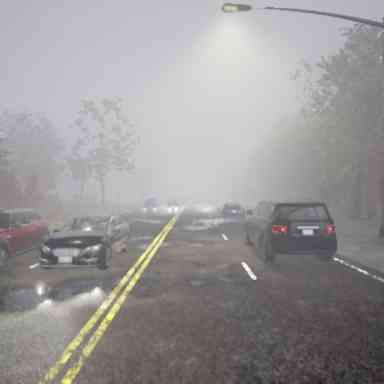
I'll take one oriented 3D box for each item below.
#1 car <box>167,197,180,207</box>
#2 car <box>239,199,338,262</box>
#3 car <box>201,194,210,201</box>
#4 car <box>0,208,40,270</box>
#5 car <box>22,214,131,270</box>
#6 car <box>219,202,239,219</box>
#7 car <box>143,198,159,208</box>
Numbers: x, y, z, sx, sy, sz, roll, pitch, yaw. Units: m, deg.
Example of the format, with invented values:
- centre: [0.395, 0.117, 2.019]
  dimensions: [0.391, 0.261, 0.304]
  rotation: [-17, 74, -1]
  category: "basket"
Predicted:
- centre: [-2.976, 1.645, 53.829]
  dimensions: [2.128, 1.511, 4.902]
  rotation: [0, 0, 1]
  category: "car"
- centre: [3.392, 1.255, 12.464]
  dimensions: [2.150, 2.045, 5.566]
  rotation: [-1, 0, 0]
  category: "car"
- centre: [4.240, 1.670, 95.286]
  dimensions: [2.033, 1.649, 4.856]
  rotation: [1, -1, 1]
  category: "car"
- centre: [-6.575, 1.385, 11.123]
  dimensions: [2.097, 1.767, 4.553]
  rotation: [0, 0, 0]
  category: "car"
- centre: [-3.326, 1.524, 11.188]
  dimensions: [2.128, 1.511, 4.902]
  rotation: [0, 0, 0]
  category: "car"
- centre: [3.501, 1.589, 29.565]
  dimensions: [1.994, 1.385, 4.181]
  rotation: [2, 0, 0]
  category: "car"
- centre: [-6.268, 1.624, 51.349]
  dimensions: [1.882, 1.535, 5.008]
  rotation: [0, 0, 1]
  category: "car"
